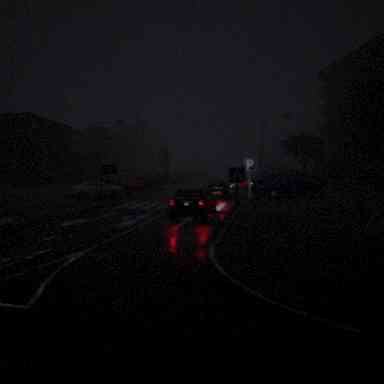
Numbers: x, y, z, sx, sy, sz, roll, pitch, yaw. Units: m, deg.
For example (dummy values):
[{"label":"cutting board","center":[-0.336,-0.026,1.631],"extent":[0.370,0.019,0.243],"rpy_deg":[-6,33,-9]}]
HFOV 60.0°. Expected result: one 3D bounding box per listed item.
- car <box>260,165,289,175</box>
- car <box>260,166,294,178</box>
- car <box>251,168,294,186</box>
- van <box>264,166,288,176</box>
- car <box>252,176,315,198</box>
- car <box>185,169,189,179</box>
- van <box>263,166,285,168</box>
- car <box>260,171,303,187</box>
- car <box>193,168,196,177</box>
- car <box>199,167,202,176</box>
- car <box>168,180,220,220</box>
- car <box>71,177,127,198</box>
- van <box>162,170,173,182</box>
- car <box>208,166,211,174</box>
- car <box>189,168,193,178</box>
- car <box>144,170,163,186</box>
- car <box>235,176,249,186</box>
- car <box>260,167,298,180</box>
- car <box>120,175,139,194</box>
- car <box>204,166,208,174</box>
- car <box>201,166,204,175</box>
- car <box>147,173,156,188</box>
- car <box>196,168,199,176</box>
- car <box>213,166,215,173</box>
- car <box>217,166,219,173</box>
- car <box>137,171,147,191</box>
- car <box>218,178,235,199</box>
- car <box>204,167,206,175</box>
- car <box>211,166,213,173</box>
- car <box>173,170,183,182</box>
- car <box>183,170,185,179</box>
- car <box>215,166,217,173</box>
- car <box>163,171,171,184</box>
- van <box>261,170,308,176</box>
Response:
[{"label":"car","center":[18.052,-4.773,72.834],"extent":[5.566,2.045,2.435],"rpy_deg":[-1,5,-8]},{"label":"car","center":[15.601,-3.685,61.157],"extent":[5.566,2.045,2.435],"rpy_deg":[-1,5,-8]},{"label":"car","center":[9.555,-1.188,34.875],"extent":[5.566,2.045,2.435],"rpy_deg":[-1,6,-7]},{"label":"van","center":[16.912,-4.212,67.012],"extent":[4.442,1.987,1.878],"rpy_deg":[-1,5,-8]},{"label":"car","center":[8.208,-0.387,29.096],"extent":[5.008,1.535,2.097],"rpy_deg":[-1,5,-7]},{"label":"car","center":[-3.493,-2.737,56.756],"extent":[4.792,1.488,2.163],"rpy_deg":[-2,5,-8]},{"label":"van","center":[11.754,-1.996,43.632],"extent":[4.442,1.987,1.878],"rpy_deg":[-1,5,-7]},{"label":"car","center":[10.924,-1.617,40.710],"extent":[4.553,1.767,2.185],"rpy_deg":[-1,5,-7]},{"label":"car","center":[-2.337,-3.304,62.475],"extent":[4.892,1.521,2.231],"rpy_deg":[-2,5,-8]},{"label":"car","center":[-1.146,-3.845,68.198],"extent":[5.008,1.535,2.097],"rpy_deg":[-2,5,-8]},{"label":"car","center":[0.122,0.472,19.162],"extent":[2.097,1.767,4.553],"rpy_deg":[0,5,11]},{"label":"car","center":[-8.744,-0.289,30.885],"extent":[4.674,1.452,2.002],"rpy_deg":[-2,5,-9]},{"label":"van","center":[-5.400,-2.176,48.118],"extent":[4.442,1.987,1.878],"rpy_deg":[-2,5,-8]},{"label":"car","center":[1.263,-4.887,79.639],"extent":[5.008,1.535,2.097],"rpy_deg":[-2,5,-8]},{"label":"car","center":[-2.941,-3.036,59.616],"extent":[5.008,1.535,2.097],"rpy_deg":[-2,5,-8]},{"label":"car","center":[-6.411,-1.540,42.393],"extent":[4.553,1.767,2.185],"rpy_deg":[-2,5,-8]},{"label":"car","center":[5.970,-1.217,38.816],"extent":[4.674,1.442,1.812],"rpy_deg":[1,6,18]},{"label":"car","center":[14.333,-3.129,55.300],"extent":[5.566,2.045,2.435],"rpy_deg":[-1,5,-8]},{"label":"car","center":[-8.140,-0.572,33.771],"extent":[4.792,1.488,2.163],"rpy_deg":[-2,5,-9]},{"label":"car","center":[0.678,-4.759,76.767],"extent":[4.553,1.767,2.185],"rpy_deg":[-2,5,-8]},{"label":"car","center":[-0.526,-4.238,71.049],"extent":[4.553,1.767,2.185],"rpy_deg":[-2,5,-8]},{"label":"car","center":[-7.045,-1.112,39.519],"extent":[4.792,1.488,2.163],"rpy_deg":[-2,5,-8]},{"label":"car","center":[-1.740,-3.574,65.334],"extent":[4.892,1.521,2.231],"rpy_deg":[-2,5,-8]},{"label":"car","center":[2.292,-5.369,85.334],"extent":[5.366,1.575,1.946],"rpy_deg":[-2,5,-8]},{"label":"car","center":[4.326,-6.054,93.937],"extent":[4.892,1.521,2.231],"rpy_deg":[-2,4,-8]},{"label":"car","center":[-7.567,-0.997,36.633],"extent":[4.553,1.767,2.185],"rpy_deg":[-2,5,-9]},{"label":"car","center":[2.277,-0.333,29.377],"extent":[2.128,1.511,4.902],"rpy_deg":[0,5,12]},{"label":"car","center":[0.045,-4.337,73.930],"extent":[4.674,1.452,2.002],"rpy_deg":[-2,5,-8]},{"label":"car","center":[1.858,-5.131,82.499],"extent":[5.008,1.535,2.097],"rpy_deg":[-2,4,-8]},{"label":"car","center":[-4.510,-2.236,51.048],"extent":[5.366,1.575,1.946],"rpy_deg":[-2,5,-8]},{"label":"car","center":[-4.118,-2.496,53.888],"extent":[5.008,1.535,2.097],"rpy_deg":[-2,5,-8]},{"label":"car","center":[3.052,-5.854,88.190],"extent":[5.566,2.045,2.435],"rpy_deg":[-2,5,-8]},{"label":"car","center":[-5.865,-1.685,45.285],"extent":[5.008,1.535,2.097],"rpy_deg":[-2,5,-8]},{"label":"van","center":[9.013,-0.889,31.996],"extent":[4.442,1.987,1.878],"rpy_deg":[-1,5,-7]}]
